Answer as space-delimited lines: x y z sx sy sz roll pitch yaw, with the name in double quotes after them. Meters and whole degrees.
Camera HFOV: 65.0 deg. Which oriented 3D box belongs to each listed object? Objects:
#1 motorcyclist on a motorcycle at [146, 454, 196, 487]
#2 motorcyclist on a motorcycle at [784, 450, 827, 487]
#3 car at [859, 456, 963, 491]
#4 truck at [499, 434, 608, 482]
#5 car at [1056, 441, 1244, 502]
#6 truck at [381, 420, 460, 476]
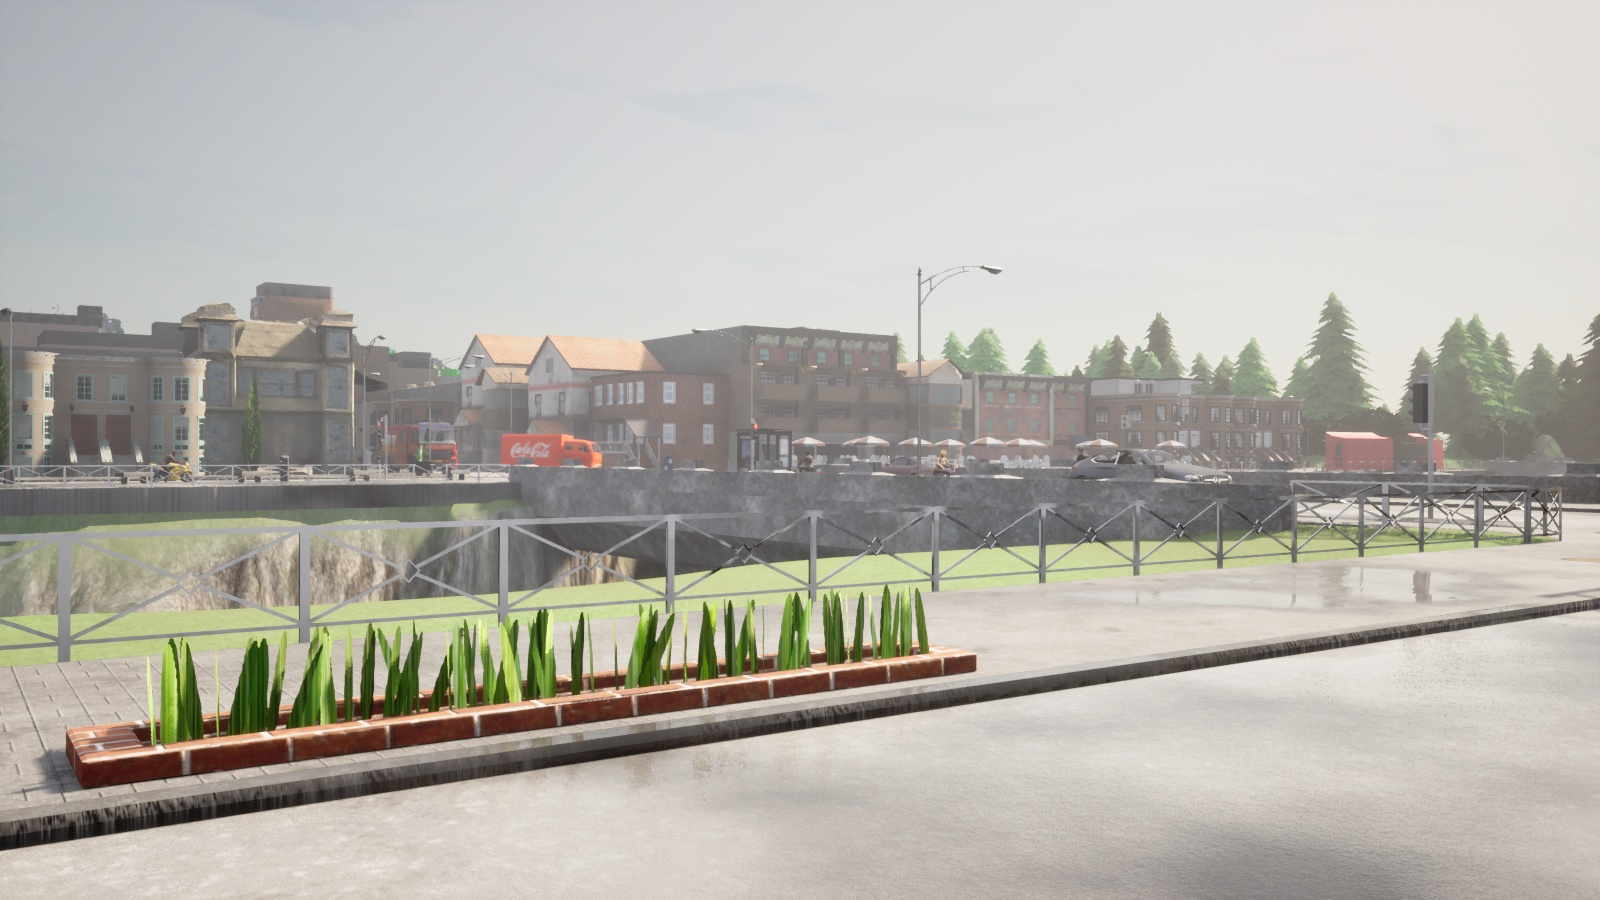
-29.513 0.934 58.929 2.044 1.523 0.797 0 0 -35 "motorcyclist on a motorcycle"
0.250 0.835 57.464 0.766 1.649 2.350 0 0 -34 "motorcyclist on a motorcycle"
4.506 0.925 51.382 1.994 1.385 4.181 0 0 -35 "car"
-13.336 0.446 68.181 5.204 2.467 2.627 0 -2 10 "truck"
10.046 0.591 36.433 2.152 1.651 5.027 0 0 -35 "car"
-27.254 -0.142 89.950 2.891 3.827 8.468 0 0 -35 "truck"
